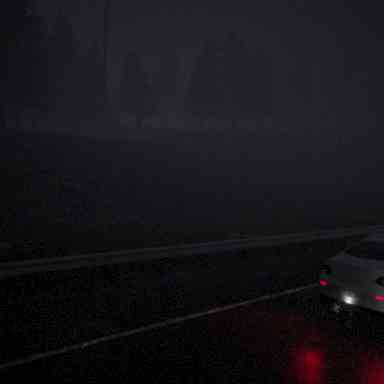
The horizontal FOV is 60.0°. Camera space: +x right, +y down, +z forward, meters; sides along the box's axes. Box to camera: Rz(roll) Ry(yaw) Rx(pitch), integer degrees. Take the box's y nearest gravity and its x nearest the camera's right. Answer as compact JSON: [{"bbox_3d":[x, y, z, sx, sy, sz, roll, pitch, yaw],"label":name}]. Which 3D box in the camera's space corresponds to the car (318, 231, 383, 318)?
[{"bbox_3d":[4.488,1.519,6.731,4.674,1.442,1.812,0,0,-34],"label":"car"}]
